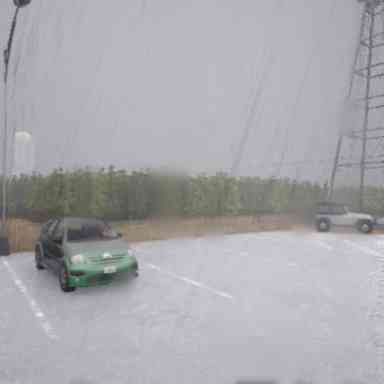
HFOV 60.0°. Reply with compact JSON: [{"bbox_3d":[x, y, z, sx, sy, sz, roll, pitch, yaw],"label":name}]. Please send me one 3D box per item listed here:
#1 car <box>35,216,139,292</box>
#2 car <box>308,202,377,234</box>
[{"bbox_3d":[-3.013,1.514,9.143,1.851,1.617,3.988,1,0,-36],"label":"car"},{"bbox_3d":[9.334,1.574,20.844,3.866,1.878,1.905,0,0,23],"label":"car"}]
